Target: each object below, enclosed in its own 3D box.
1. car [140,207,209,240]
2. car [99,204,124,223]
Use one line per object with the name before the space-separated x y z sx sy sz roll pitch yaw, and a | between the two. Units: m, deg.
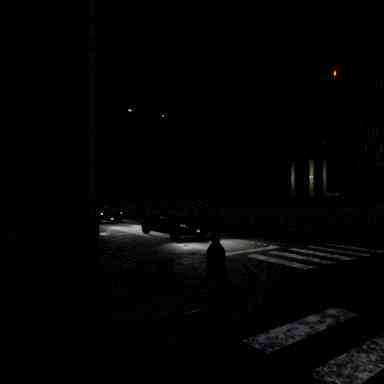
car | -1.066 1.530 17.339 1.812 1.442 4.674 0 0 -36
car | -6.993 1.608 25.548 1.895 1.301 4.718 0 0 -36
